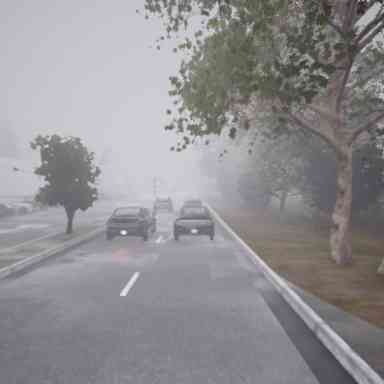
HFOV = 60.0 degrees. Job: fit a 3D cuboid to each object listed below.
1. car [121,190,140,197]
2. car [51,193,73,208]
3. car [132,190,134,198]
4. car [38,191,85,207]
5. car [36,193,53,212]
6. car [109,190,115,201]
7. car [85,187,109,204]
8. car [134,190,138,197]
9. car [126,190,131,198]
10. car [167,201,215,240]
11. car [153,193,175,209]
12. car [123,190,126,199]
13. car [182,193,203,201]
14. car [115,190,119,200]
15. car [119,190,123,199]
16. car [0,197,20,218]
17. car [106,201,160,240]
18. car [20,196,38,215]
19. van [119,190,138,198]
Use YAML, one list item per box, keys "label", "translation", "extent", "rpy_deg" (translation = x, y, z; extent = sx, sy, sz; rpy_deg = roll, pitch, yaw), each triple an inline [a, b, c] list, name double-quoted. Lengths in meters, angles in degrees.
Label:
- label: "car"
  translation: [-16.661, 0.510, 90.076]
  extent: [4.553, 1.767, 2.185]
  rpy_deg: [-1, 1, -19]
- label: "car"
  translation: [-16.803, 1.172, 39.034]
  extent: [4.792, 1.488, 2.163]
  rpy_deg: [-1, 1, -20]
- label: "car"
  translation: [-16.798, 0.766, 78.031]
  extent: [4.674, 1.452, 2.002]
  rpy_deg: [-1, 1, -20]
- label: "car"
  translation: [-16.807, 0.847, 42.033]
  extent: [5.566, 2.045, 2.435]
  rpy_deg: [-1, 1, -20]
- label: "car"
  translation: [-16.824, 1.237, 33.017]
  extent: [5.008, 1.535, 2.097]
  rpy_deg: [-1, 1, -20]
- label: "car"
  translation: [-16.793, 0.748, 60.029]
  extent: [4.553, 1.767, 2.185]
  rpy_deg: [-1, 1, -20]
- label: "car"
  translation: [-16.851, 0.688, 54.001]
  extent: [5.566, 2.045, 2.435]
  rpy_deg: [-1, 1, -20]
- label: "car"
  translation: [-16.820, 0.453, 81.025]
  extent: [5.566, 2.045, 2.435]
  rpy_deg: [-1, 1, -20]
- label: "car"
  translation: [-16.846, 0.521, 72.012]
  extent: [5.566, 2.045, 2.435]
  rpy_deg: [-1, 1, -20]
- label: "car"
  translation: [0.094, 1.435, 16.621]
  extent: [2.128, 1.511, 4.902]
  rpy_deg: [0, 0, 0]
- label: "car"
  translation: [-2.911, 1.212, 34.610]
  extent: [2.128, 1.511, 4.902]
  rpy_deg: [0, 1, 0]
- label: "car"
  translation: [-16.844, 0.825, 69.010]
  extent: [4.792, 1.488, 2.163]
  rpy_deg: [-1, 1, -20]
- label: "car"
  translation: [0.089, 1.225, 34.701]
  extent: [1.837, 1.490, 4.892]
  rpy_deg: [0, 1, 0]
- label: "car"
  translation: [-16.854, 0.721, 63.015]
  extent: [4.553, 1.767, 2.185]
  rpy_deg: [-1, 0, -20]
- label: "car"
  translation: [-16.827, 0.822, 66.026]
  extent: [4.892, 1.521, 2.231]
  rpy_deg: [-1, 0, -20]
- label: "car"
  translation: [-16.865, 1.197, 27.005]
  extent: [4.553, 1.767, 2.185]
  rpy_deg: [-1, 1, -20]
- label: "car"
  translation: [-2.906, 1.449, 16.568]
  extent: [1.837, 1.490, 4.892]
  rpy_deg: [0, 0, 0]
- label: "car"
  translation: [-16.834, 1.321, 30.018]
  extent: [4.674, 1.452, 2.002]
  rpy_deg: [-1, 1, -20]
- label: "van"
  translation: [-16.634, 0.431, 87.098]
  extent: [4.442, 1.987, 1.878]
  rpy_deg: [-1, 0, -19]
